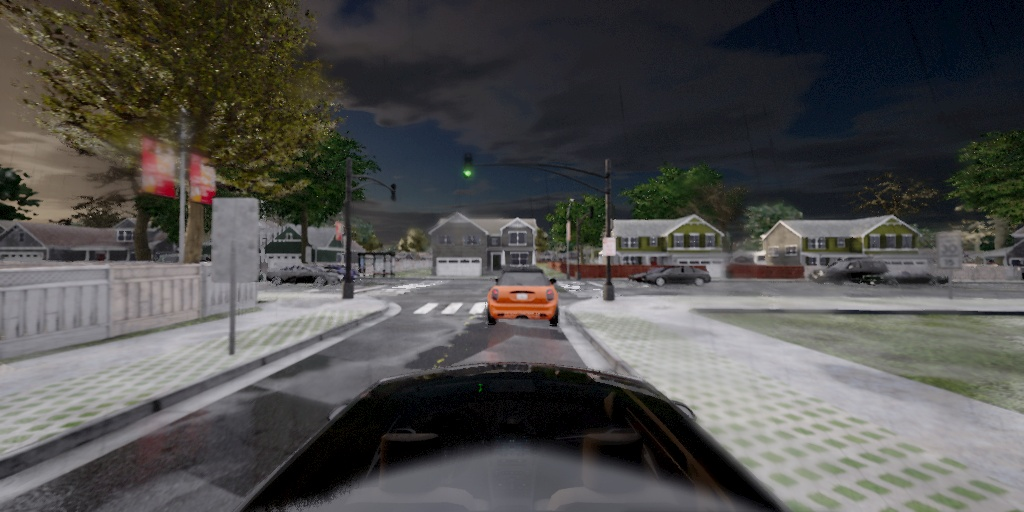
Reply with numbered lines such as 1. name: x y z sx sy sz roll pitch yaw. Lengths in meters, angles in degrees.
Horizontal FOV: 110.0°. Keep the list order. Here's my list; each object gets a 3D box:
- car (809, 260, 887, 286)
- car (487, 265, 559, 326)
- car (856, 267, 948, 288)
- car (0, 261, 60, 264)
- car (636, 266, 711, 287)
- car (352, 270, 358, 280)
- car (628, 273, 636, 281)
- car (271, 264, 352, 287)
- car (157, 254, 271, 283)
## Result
1. car: 28.310 1.395 30.108 5.566 2.045 2.150 -1 -1 1
2. car: 0.450 1.175 12.237 2.097 1.767 4.553 0 0 4
3. car: 29.212 1.722 26.831 4.718 1.301 1.895 0 -1 1
4. car: -32.149 1.182 24.700 4.902 1.511 2.128 0 -1 1
5. car: 12.394 1.538 27.189 4.892 1.490 1.837 0 -1 2
6. car: -14.459 1.401 27.862 4.674 1.442 1.812 0 -1 1
7. car: 12.772 1.646 30.433 5.357 1.411 2.033 0 -1 1
8. car: -13.952 1.301 24.305 4.902 1.511 2.128 0 -1 1
9. car: -17.857 0.944 21.144 5.566 2.045 2.150 0 -1 1
